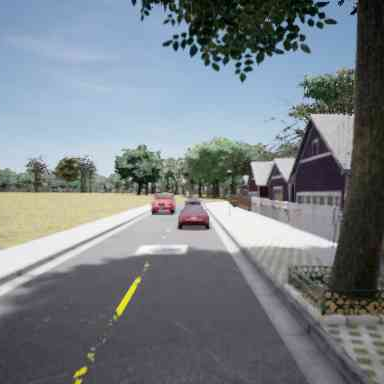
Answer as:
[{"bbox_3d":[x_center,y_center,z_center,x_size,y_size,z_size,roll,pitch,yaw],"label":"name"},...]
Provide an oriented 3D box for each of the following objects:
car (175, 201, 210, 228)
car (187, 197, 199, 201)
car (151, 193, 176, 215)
[{"bbox_3d":[0.108,1.532,21.862,1.994,1.385,4.181,0,0,0],"label":"car"},{"bbox_3d":[0.108,1.416,39.632,1.837,1.490,4.892,0,0,0],"label":"car"},{"bbox_3d":[-2.808,1.155,33.593,2.150,2.045,5.566,0,0,0],"label":"car"}]
